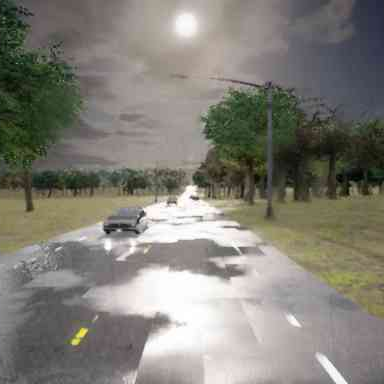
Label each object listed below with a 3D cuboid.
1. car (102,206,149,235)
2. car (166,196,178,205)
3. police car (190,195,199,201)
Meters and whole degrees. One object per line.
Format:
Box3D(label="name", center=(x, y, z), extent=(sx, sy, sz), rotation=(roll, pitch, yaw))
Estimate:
Box3D(label="car", center=(-3.596, 1.532, 19.078), extent=(2.033, 1.411, 5.357), rotation=(0, 0, 0))
Box3D(label="car", center=(-3.532, 1.557, 59.348), extent=(1.837, 1.490, 4.892), rotation=(0, 0, 1))
Box3D(label="police car", center=(1.064, 1.712, 94.852), extent=(1.930, 1.638, 5.238), rotation=(0, 0, 0))
